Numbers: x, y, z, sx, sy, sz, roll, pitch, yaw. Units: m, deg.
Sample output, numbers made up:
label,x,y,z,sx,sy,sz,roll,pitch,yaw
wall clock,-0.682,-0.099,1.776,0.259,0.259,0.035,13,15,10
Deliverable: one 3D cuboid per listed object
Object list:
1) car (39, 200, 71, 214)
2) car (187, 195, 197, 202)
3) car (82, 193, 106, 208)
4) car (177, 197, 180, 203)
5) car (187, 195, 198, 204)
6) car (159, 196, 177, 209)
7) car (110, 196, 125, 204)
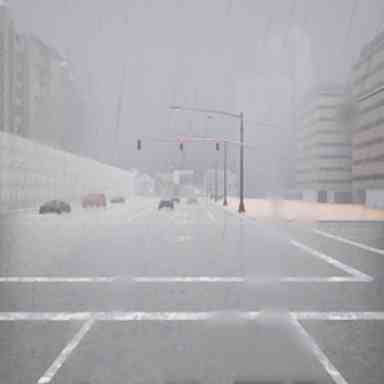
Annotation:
label,x,y,z,sx,sy,sz,roll,pitch,yaw
car,-14.073,1.539,34.343,1.994,1.385,4.181,0,0,0
car,0.047,1.374,73.995,2.033,1.411,5.357,0,0,0
car,-14.046,1.188,48.068,2.150,2.045,5.566,0,0,0
car,-3.416,1.552,67.954,1.895,1.301,4.718,0,0,1
car,0.040,1.432,63.577,1.882,1.535,5.008,0,0,0
car,-3.385,1.493,44.952,1.812,1.442,4.674,0,0,0
car,-13.975,1.502,62.974,2.033,1.411,5.357,0,0,1
